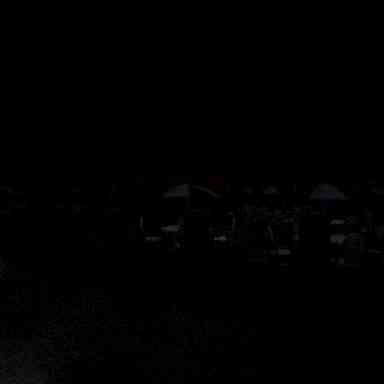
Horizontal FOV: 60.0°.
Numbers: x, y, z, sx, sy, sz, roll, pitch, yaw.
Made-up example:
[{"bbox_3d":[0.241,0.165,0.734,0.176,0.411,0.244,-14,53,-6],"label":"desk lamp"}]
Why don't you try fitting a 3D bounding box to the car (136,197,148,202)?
[{"bbox_3d":[-8.308,1.570,60.605,1.994,1.385,4.181,0,0,35],"label":"car"}]
